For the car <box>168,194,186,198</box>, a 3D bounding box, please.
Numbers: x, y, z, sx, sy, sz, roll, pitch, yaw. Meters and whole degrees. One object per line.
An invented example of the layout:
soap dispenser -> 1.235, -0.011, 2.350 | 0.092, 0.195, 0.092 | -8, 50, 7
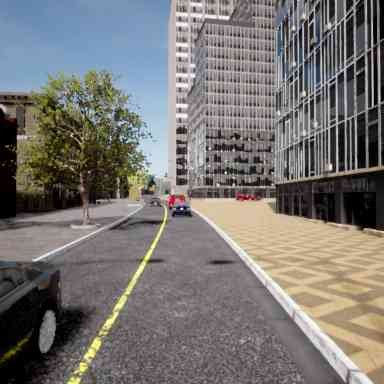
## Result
car -> -1.924, 1.230, 42.955 | 2.150, 2.045, 5.566 | 0, 0, -5

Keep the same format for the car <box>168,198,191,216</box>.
car -> -1.080, 1.555, 32.301 | 2.033, 1.411, 5.357 | 0, 0, -4

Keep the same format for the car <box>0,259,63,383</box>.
car -> -2.899, 1.478, 3.118 | 1.882, 1.535, 5.008 | 0, 0, -1

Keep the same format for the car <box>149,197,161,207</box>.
car -> -5.643, 1.509, 50.993 | 1.837, 1.490, 4.892 | 0, 0, -6

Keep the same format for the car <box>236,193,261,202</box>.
car -> 11.589, 1.213, 68.747 | 5.009, 1.841, 2.192 | 0, -1, 13
